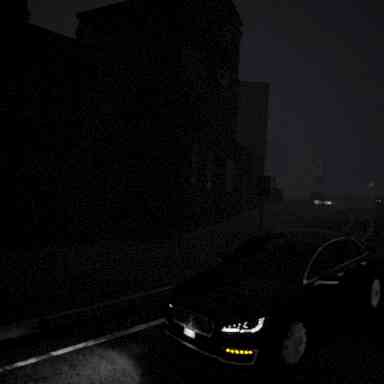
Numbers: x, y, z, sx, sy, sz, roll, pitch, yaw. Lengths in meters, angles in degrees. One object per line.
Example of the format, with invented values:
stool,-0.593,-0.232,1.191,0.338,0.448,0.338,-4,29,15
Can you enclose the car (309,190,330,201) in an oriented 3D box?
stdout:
car,18.832,0.480,49.340,1.882,1.535,5.008,3,2,4

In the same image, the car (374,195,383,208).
car,20.940,1.040,35.175,2.128,1.511,4.902,3,2,10

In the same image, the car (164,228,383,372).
car,1.738,1.471,5.796,4.892,1.490,1.837,-1,1,-43
